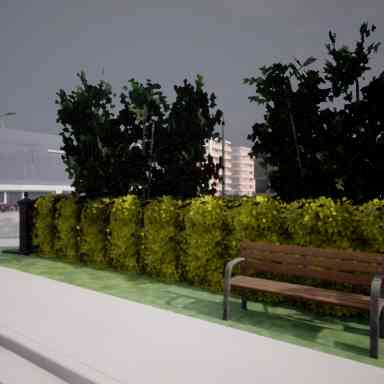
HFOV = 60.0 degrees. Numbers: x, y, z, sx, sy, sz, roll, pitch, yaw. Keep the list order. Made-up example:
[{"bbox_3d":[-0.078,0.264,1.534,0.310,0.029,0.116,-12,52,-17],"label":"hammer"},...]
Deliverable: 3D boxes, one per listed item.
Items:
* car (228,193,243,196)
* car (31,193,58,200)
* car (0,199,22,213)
[{"bbox_3d":[7.719,0.846,57.108,1.882,1.535,5.008,0,1,35],"label":"car"},{"bbox_3d":[-15.244,1.164,36.865,2.150,2.045,5.566,0,0,36],"label":"car"},{"bbox_3d":[-19.070,1.500,37.534,2.033,1.411,5.357,0,0,35],"label":"car"}]
